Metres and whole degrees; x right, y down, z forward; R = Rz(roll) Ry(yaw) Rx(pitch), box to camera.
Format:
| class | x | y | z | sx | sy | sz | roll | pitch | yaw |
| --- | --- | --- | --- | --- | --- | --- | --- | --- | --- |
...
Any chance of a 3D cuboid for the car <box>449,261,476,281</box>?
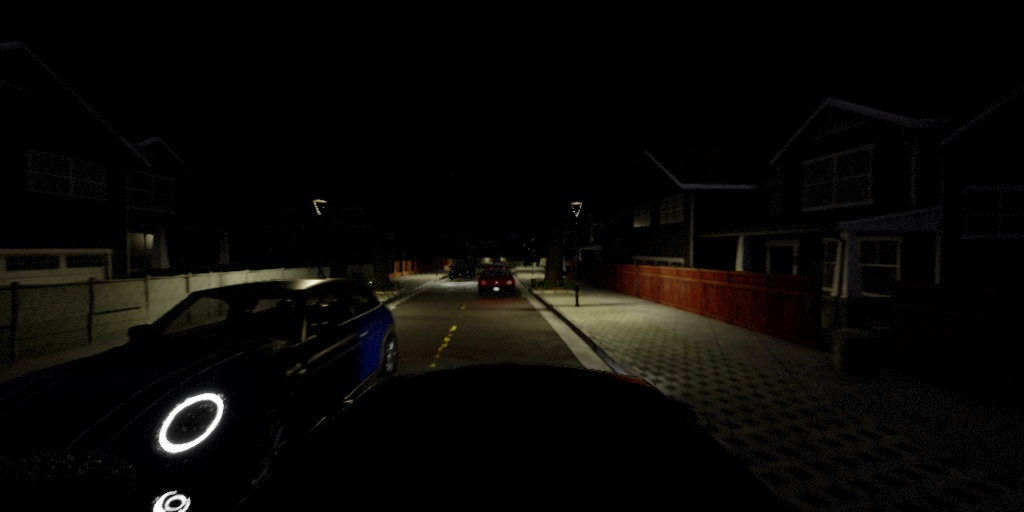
| class | x | y | z | sx | sy | sz | roll | pitch | yaw |
| --- | --- | --- | --- | --- | --- | --- | --- | --- | --- |
| car | -4.132 | 1.213 | 30.485 | 1.882 | 1.535 | 5.008 | 0 | 0 | -1 |

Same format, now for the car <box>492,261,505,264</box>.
| class | x | y | z | sx | sy | sz | roll | pitch | yaw |
| --- | --- | --- | --- | --- | --- | --- | --- | --- | --- |
| car | -1.385 | 1.273 | 37.337 | 2.033 | 1.411 | 5.357 | 0 | 0 | 0 |

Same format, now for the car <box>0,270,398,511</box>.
| class | x | y | z | sx | sy | sz | roll | pitch | yaw |
| --- | --- | --- | --- | --- | --- | --- | --- | --- | --- |
| car | -2.971 | 1.109 | 4.261 | 2.097 | 1.767 | 4.553 | 0 | 0 | -1 |

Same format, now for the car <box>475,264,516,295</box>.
| class | x | y | z | sx | sy | sz | roll | pitch | yaw |
| --- | --- | --- | --- | --- | --- | --- | --- | --- | --- |
| car | -0.850 | 1.333 | 19.790 | 1.895 | 1.301 | 4.718 | 0 | 0 | -3 |
